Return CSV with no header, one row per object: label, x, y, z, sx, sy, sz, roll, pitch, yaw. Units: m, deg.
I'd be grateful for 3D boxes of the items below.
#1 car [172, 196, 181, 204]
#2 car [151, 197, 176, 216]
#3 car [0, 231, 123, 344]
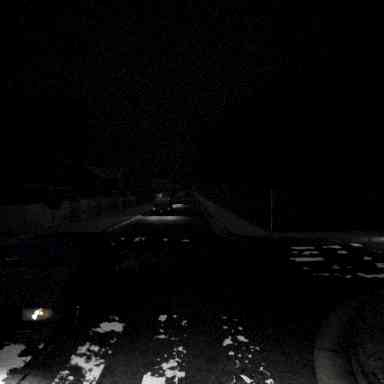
car,-2.917,1.408,59.284,2.128,1.511,4.902,0,0,0
car,-2.841,1.530,32.895,1.812,1.442,4.674,0,0,0
car,-2.788,1.577,7.005,2.033,1.411,5.357,-1,0,0
